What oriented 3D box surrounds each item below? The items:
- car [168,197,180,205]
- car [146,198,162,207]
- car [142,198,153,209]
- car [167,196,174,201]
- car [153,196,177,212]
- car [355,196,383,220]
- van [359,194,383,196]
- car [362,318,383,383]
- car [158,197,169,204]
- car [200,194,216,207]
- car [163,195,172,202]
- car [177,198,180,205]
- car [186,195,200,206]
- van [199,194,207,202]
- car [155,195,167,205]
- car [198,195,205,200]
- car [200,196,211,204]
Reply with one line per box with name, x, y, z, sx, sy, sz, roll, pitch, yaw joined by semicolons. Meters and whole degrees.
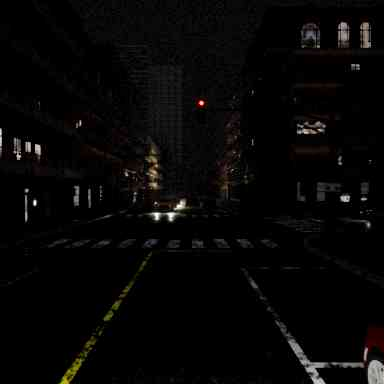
car;-3.106;1.620;59.277;1.895;1.301;4.718;0;0;1
car;-5.723;1.579;50.819;1.947;1.339;4.313;0;0;0
car;-5.719;1.560;45.292;2.008;1.369;4.403;0;0;0
car;-5.743;1.631;89.515;1.802;1.307;4.206;-1;0;0
car;-3.117;1.483;39.313;1.882;1.535;5.008;0;0;0
car;15.026;1.229;24.816;4.892;1.490;1.837;-1;0;-1
van;15.628;1.035;27.397;3.998;1.788;1.690;-1;1;-1
car;2.684;1.544;1.819;1.887;1.381;4.507;0;0;0
car;-5.732;1.608;67.403;1.802;1.307;4.206;-1;0;0
car;2.656;1.453;50.819;1.967;1.590;4.097;-1;0;0
car;-5.738;1.561;78.289;1.752;1.417;4.829;-1;0;0
car;-3.121;1.559;49.277;2.033;1.411;5.357;0;0;0
car;0.072;1.367;53.786;2.097;1.767;4.553;0;0;0
van;2.640;1.377;78.458;1.690;1.788;3.998;-1;0;0
car;-5.730;1.461;61.875;1.967;1.590;4.097;-1;0;0
car;2.633;1.600;95.042;1.887;1.381;4.507;-1;0;0
car;2.649;1.576;67.402;2.008;1.369;4.403;-1;0;0
